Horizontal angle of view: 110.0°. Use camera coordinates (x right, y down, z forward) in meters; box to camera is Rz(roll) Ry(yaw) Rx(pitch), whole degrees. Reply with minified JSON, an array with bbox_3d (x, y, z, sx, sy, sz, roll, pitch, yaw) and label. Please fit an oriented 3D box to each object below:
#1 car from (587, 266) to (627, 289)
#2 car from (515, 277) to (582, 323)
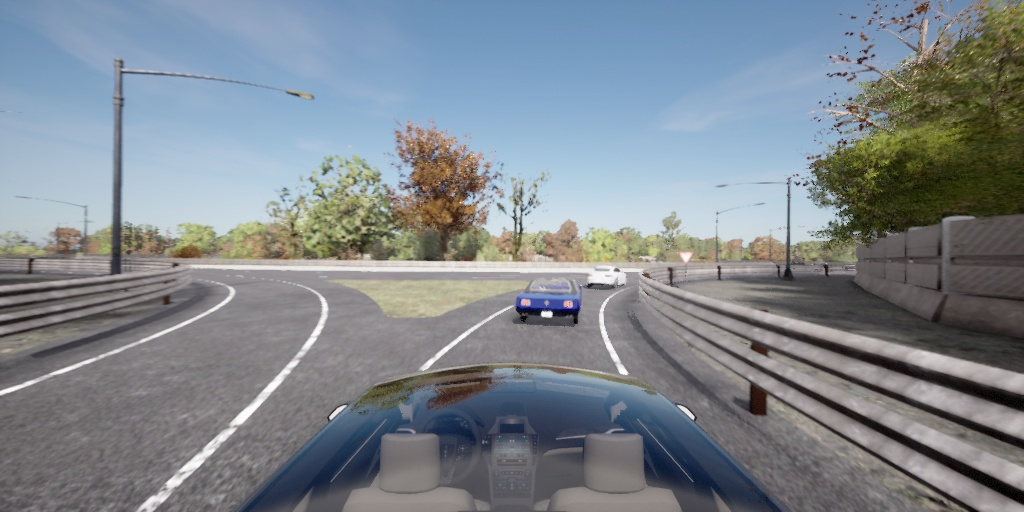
[{"bbox_3d":[6.505,1.387,24.441,1.812,1.442,4.674,1,0,29],"label":"car"},{"bbox_3d":[1.445,1.385,12.363,1.895,1.301,4.718,1,0,12],"label":"car"}]
